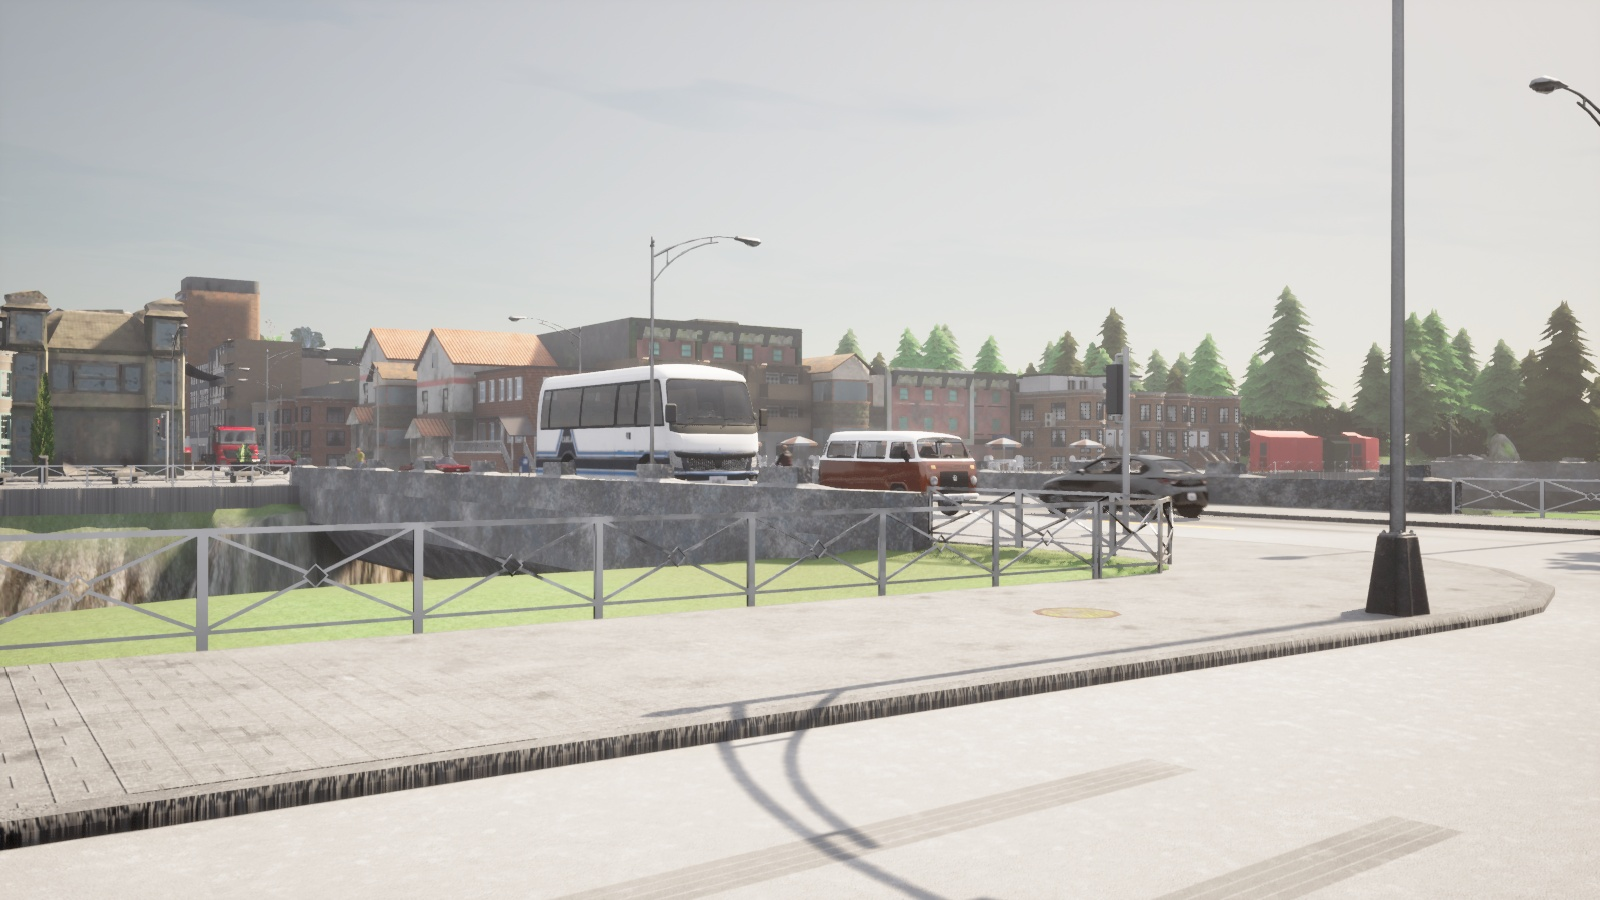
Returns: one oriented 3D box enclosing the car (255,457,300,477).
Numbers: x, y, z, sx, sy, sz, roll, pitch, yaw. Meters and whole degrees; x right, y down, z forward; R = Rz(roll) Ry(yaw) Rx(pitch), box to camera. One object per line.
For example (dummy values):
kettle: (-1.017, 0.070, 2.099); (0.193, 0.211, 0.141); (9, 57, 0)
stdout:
car: (-34.913, 1.124, 83.837); (1.895, 1.301, 4.718); (0, 0, -34)

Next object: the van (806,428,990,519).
van: (2.286, 0.538, 30.458); (2.069, 2.038, 4.480); (0, 0, -35)

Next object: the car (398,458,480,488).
car: (-16.627, 1.022, 57.709); (1.895, 1.301, 4.718); (0, 0, -39)

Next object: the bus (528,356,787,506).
bus: (-4.950, -0.521, 40.842); (3.944, 4.253, 10.273); (0, 0, -35)

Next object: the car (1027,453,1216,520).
car: (7.559, 0.816, 29.894); (1.816, 1.474, 4.193); (0, 0, -35)
